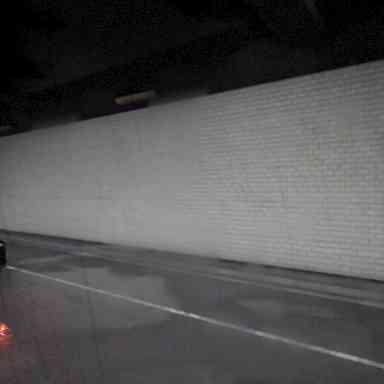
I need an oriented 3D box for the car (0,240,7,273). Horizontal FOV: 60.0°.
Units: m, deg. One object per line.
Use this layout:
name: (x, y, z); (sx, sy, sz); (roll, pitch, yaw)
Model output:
car: (-6.832, 1.493, 8.864); (4.902, 1.511, 2.128); (0, 0, 35)
